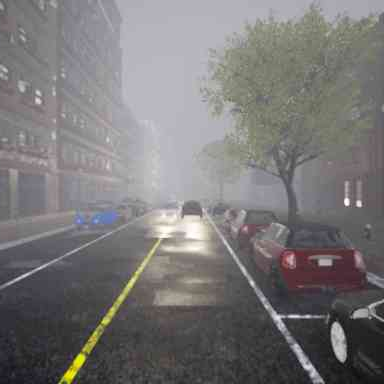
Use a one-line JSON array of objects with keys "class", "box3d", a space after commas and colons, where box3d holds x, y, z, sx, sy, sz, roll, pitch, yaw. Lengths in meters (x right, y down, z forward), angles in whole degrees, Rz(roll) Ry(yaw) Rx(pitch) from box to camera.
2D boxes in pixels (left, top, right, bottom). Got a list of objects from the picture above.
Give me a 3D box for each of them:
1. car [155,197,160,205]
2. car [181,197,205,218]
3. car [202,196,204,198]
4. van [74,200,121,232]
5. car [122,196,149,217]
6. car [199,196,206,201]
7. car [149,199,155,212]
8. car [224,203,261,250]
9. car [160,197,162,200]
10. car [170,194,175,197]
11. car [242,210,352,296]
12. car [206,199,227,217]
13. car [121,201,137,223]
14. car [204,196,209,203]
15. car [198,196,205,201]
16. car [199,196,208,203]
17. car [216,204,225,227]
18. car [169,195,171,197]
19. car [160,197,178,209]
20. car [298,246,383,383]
[{"class": "car", "box3d": [-5.699, 1.614, 42.829, 2.008, 1.369, 4.403, 0, 0, 0]}, {"class": "car", "box3d": [0.006, 1.516, 30.550, 1.882, 1.535, 5.008, 0, 0, 0]}, {"class": "car", "box3d": [2.678, 1.668, 65.616, 2.008, 1.369, 4.403, 0, 0, 0]}, {"class": "van", "box3d": [-5.695, 1.363, 20.042, 1.690, 1.788, 3.998, 0, 0, 0]}, {"class": "car", "box3d": [-5.697, 1.355, 31.436, 2.192, 1.841, 5.009, 0, 0, 0]}, {"class": "car", "box3d": [2.674, 1.769, 88.401, 1.802, 1.307, 4.206, 0, 0, 0]}, {"class": "car", "box3d": [-5.698, 1.617, 37.133, 1.947, 1.339, 4.313, 0, 0, 0]}, {"class": "car", "box3d": [2.686, 1.455, 14.345, 1.967, 1.590, 4.097, 0, 0, 0]}, {"class": "car", "box3d": [-5.702, 1.628, 59.750, 1.752, 1.417, 4.829, 0, 0, 0]}, {"class": "car", "box3d": [-5.705, 1.715, 77.009, 1.947, 1.339, 4.313, 0, 0, 0]}, {"class": "car", "box3d": [2.688, 1.449, 8.648, 1.967, 1.590, 4.097, 0, 0, 0]}, {"class": "car", "box3d": [2.684, 1.591, 31.435, 2.008, 1.369, 4.403, 0, 0, 0]}, {"class": "car", "box3d": [-5.696, 1.612, 25.739, 1.802, 1.307, 4.206, 0, 0, 0]}, {"class": "car", "box3d": [2.683, 1.491, 37.132, 1.967, 1.590, 4.097, 0, 0, 0]}, {"class": "car", "box3d": [2.673, 1.753, 94.099, 1.887, 1.381, 4.507, 0, 0, 0]}, {"class": "car", "box3d": [2.676, 1.694, 77.008, 1.887, 1.381, 4.507, 0, 0, 0]}, {"class": "car", "box3d": [2.686, 1.604, 20.042, 1.802, 1.307, 4.206, 0, 0, 0]}, {"class": "car", "box3d": [-5.702, 1.662, 65.617, 1.887, 1.381, 4.507, 0, 0, 0]}, {"class": "car", "box3d": [-3.007, 1.739, 47.082, 1.895, 1.301, 4.718, 0, 0, 0]}, {"class": "car", "box3d": [2.689, 1.554, 2.951, 2.008, 1.369, 4.403, 0, 0, 0]}]
